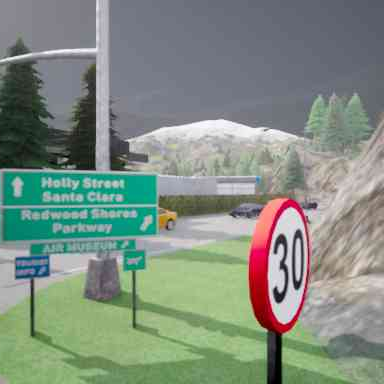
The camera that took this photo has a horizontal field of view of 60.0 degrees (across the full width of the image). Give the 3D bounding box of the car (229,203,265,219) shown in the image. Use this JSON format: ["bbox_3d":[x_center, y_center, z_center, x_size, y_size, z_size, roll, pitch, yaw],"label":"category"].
[{"bbox_3d":[5.574,1.752,32.226,2.033,1.411,5.357,0,0,36],"label":"car"}]

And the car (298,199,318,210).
[{"bbox_3d":[16.066,1.751,46.487,2.033,1.411,5.357,0,0,36],"label":"car"}]

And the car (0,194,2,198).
[{"bbox_3d":[-38.604,1.554,70.029,4.514,1.523,2.007,0,0,35],"label":"car"}]

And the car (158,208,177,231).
[{"bbox_3d":[-2.950,1.682,20.507,1.882,1.535,5.008,0,0,36],"label":"car"}]

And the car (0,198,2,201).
[{"bbox_3d":[-12.406,1.527,26.084,1.905,1.878,3.866,0,0,35],"label":"car"}]
